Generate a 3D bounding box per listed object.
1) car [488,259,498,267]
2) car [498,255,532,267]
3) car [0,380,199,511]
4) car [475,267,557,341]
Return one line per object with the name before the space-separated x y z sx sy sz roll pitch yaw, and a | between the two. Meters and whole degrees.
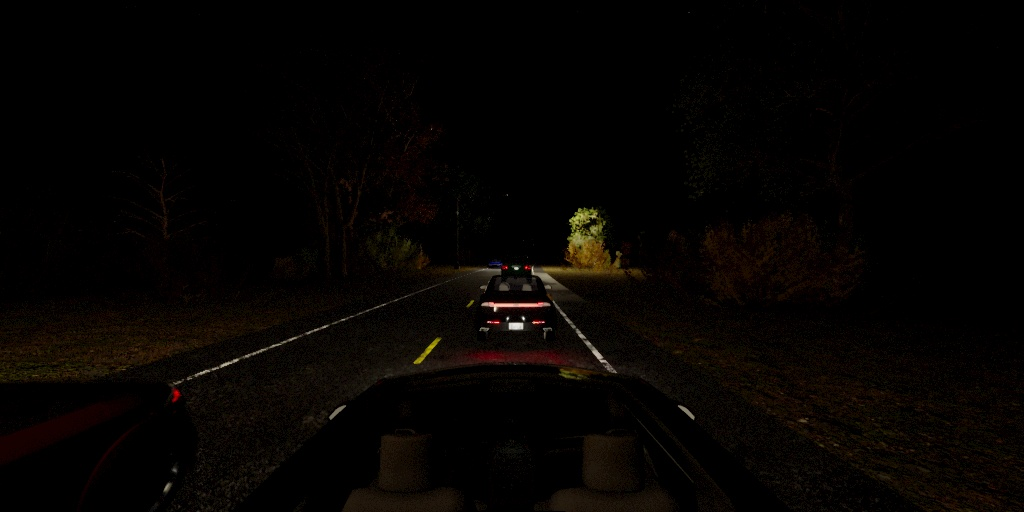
car | -2.321 1.216 52.439 1.812 1.442 4.674 0 0 4
car | 0.350 0.951 27.185 2.150 2.045 5.566 0 0 1
car | -3.575 1.314 1.199 1.994 1.385 4.181 0 0 0
car | 0.101 1.237 9.842 2.128 1.511 4.902 0 0 0
